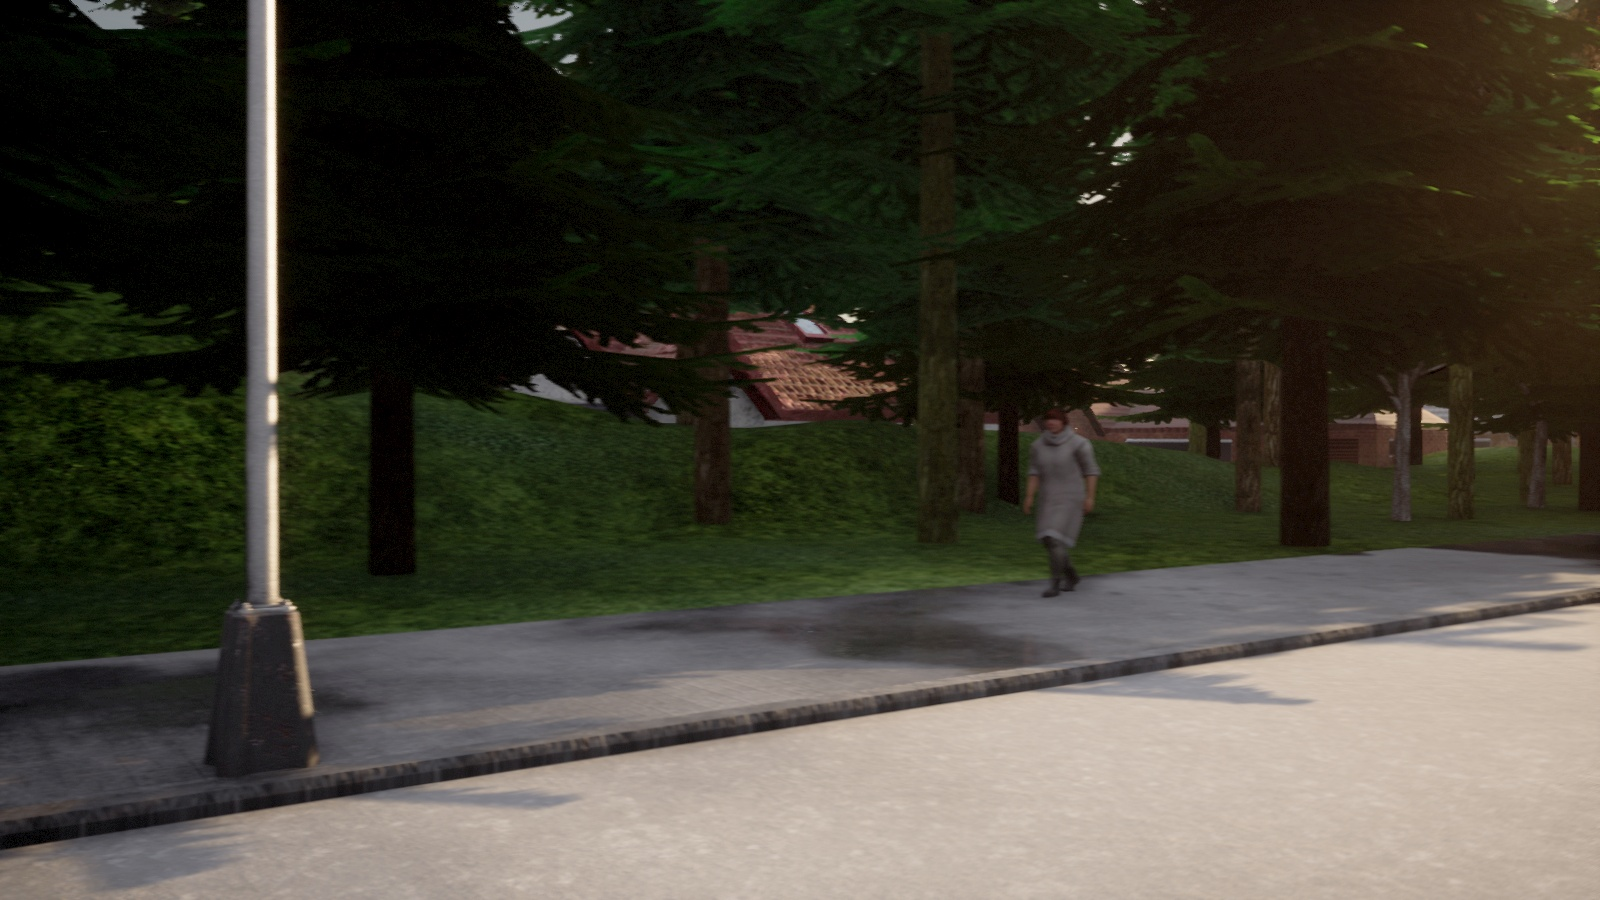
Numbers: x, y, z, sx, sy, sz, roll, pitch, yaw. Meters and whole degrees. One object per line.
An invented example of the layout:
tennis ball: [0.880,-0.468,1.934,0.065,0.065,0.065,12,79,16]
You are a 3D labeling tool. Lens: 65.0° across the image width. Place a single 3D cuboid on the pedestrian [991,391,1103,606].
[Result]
pedestrian: [2.351,0.441,11.933,0.659,1.952,0.873,0,0,45]
